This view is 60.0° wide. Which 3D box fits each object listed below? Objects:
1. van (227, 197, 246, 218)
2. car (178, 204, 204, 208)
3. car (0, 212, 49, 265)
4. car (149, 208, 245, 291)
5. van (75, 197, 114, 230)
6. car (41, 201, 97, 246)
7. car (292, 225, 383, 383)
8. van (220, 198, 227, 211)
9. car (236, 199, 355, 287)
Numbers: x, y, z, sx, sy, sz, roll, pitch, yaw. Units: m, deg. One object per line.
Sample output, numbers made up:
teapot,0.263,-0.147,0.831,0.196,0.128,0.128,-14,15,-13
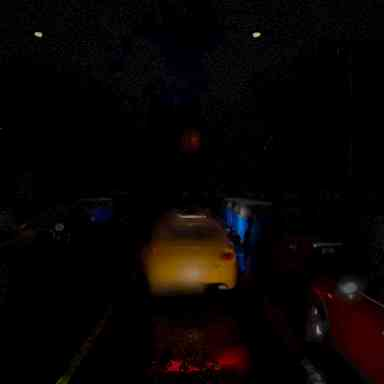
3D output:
van,2.700,1.259,14.514,1.690,1.788,3.998,0,0,0
car,-0.033,1.388,18.409,2.128,1.511,4.902,0,0,0
car,-5.800,1.474,8.871,1.752,1.417,4.829,0,0,0
car,0.046,1.427,8.908,1.882,1.535,5.008,0,0,0
van,-5.849,1.228,19.915,1.690,1.788,3.998,0,0,0
car,-5.825,1.358,14.477,1.967,1.590,4.097,0,0,0
car,2.748,1.419,3.640,1.967,1.590,4.097,0,0,0
van,2.677,1.229,19.952,1.690,1.788,3.998,0,0,0
car,2.724,1.263,9.077,2.192,1.841,5.009,0,0,0
